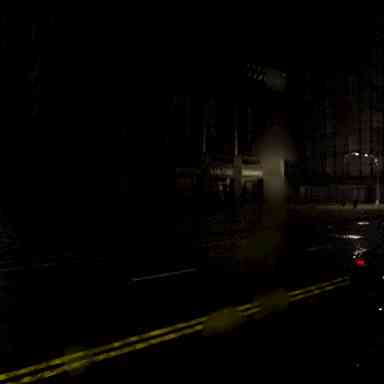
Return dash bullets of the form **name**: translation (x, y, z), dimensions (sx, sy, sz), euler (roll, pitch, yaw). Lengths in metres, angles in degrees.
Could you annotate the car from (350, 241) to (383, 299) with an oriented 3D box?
- **car**: translation (5.343, 1.545, 7.326), dimensions (4.181, 1.385, 1.994), euler (0, 0, -36)
